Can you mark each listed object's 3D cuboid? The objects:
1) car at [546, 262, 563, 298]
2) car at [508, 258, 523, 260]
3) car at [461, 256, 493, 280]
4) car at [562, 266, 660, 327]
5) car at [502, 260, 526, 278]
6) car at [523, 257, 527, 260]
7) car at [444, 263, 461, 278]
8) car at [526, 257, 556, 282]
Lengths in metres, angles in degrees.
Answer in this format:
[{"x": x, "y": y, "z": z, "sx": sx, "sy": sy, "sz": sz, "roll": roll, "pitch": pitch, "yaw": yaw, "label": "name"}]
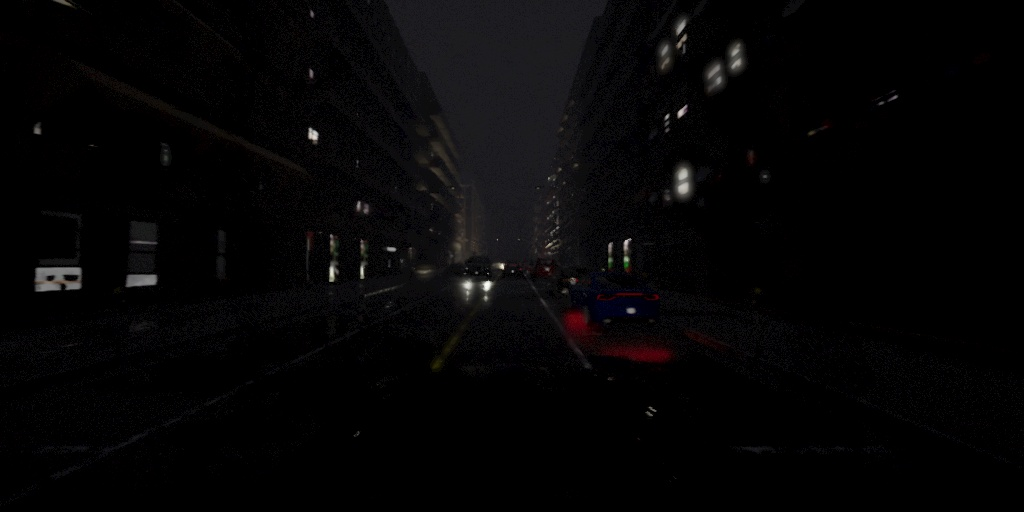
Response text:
[{"x": 3.027, "y": 1.265, "z": 18.562, "sx": 1.837, "sy": 1.490, "sz": 4.892, "roll": 0, "pitch": 0, "yaw": 0, "label": "car"}, {"x": 0.077, "y": 1.158, "z": 47.624, "sx": 2.097, "sy": 1.767, "sz": 4.553, "roll": 0, "pitch": 0, "yaw": 0, "label": "car"}, {"x": -2.837, "y": 0.995, "z": 31.573, "sx": 2.150, "sy": 2.045, "sz": 5.566, "roll": 0, "pitch": 0, "yaw": 0, "label": "car"}, {"x": 3.019, "y": 1.232, "z": 11.561, "sx": 1.882, "sy": 1.535, "sz": 5.008, "roll": 0, "pitch": 0, "yaw": 0, "label": "car"}, {"x": 0.080, "y": 1.342, "z": 33.874, "sx": 1.994, "sy": 1.385, "sz": 4.181, "roll": 0, "pitch": 0, "yaw": 0, "label": "car"}, {"x": 2.548, "y": 1.229, "z": 39.708, "sx": 1.967, "sy": 1.591, "sz": 4.097, "roll": 0, "pitch": 0, "yaw": 0, "label": "car"}, {"x": -5.302, "y": 1.343, "z": 34.239, "sx": 1.948, "sy": 1.339, "sz": 4.313, "roll": 0, "pitch": 0, "yaw": 0, "label": "car"}, {"x": 2.544, "y": 1.085, "z": 28.645, "sx": 2.192, "sy": 1.841, "sz": 5.009, "roll": 0, "pitch": 0, "yaw": 0, "label": "car"}]
